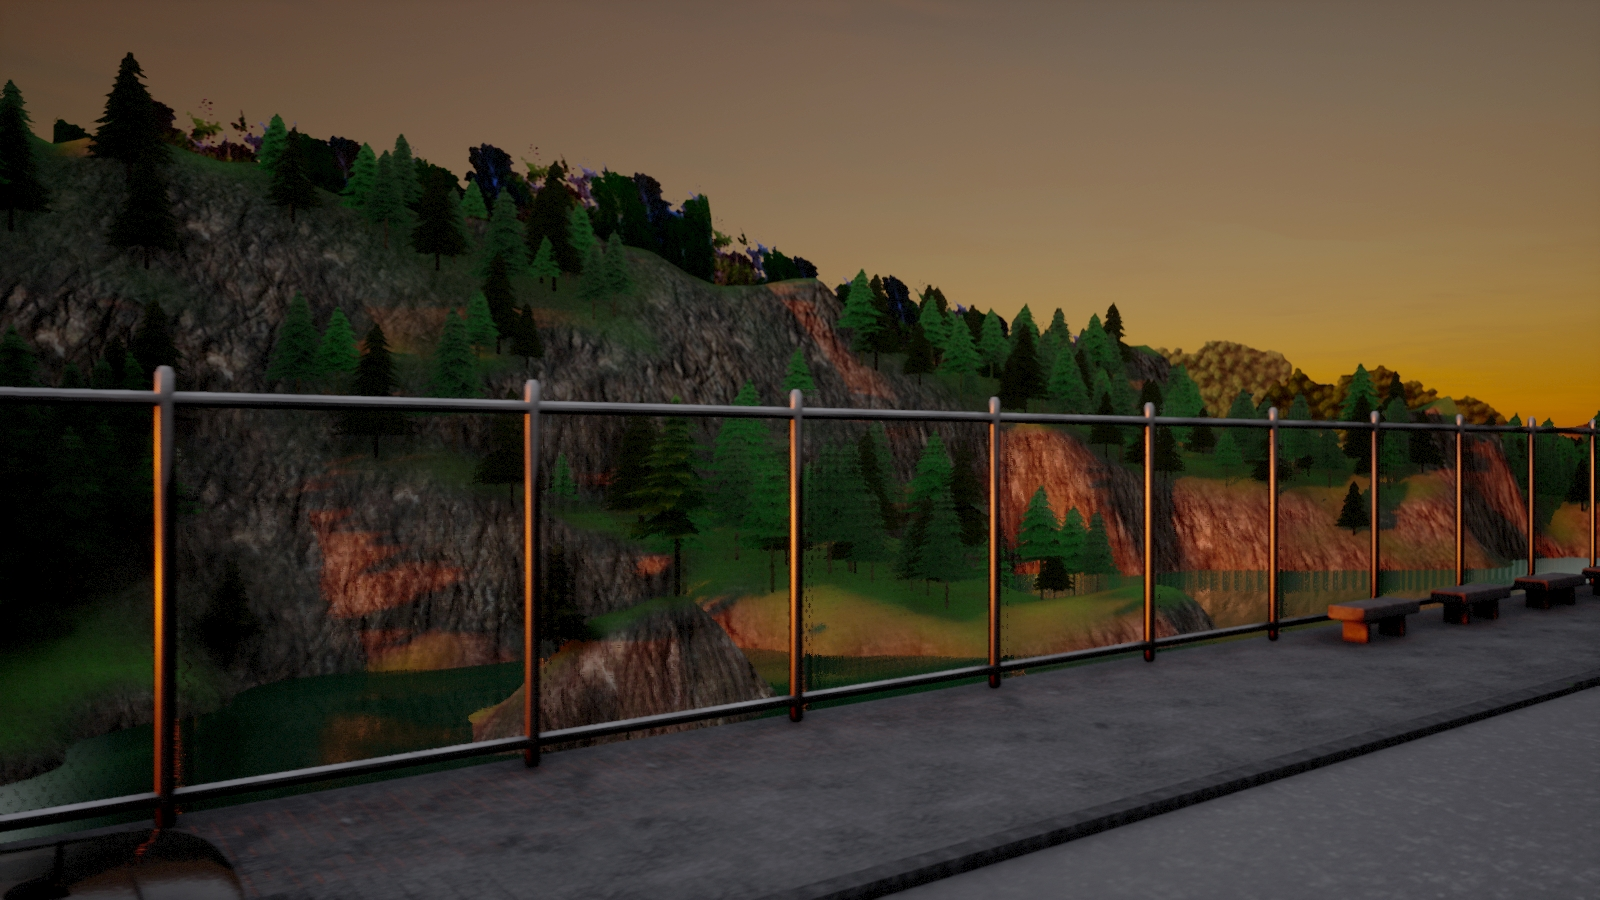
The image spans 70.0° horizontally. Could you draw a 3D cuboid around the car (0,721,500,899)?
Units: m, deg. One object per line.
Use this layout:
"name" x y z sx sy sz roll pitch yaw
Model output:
"car" -3.144 1.906 2.125 4.553 1.767 2.097 0 0 -36
